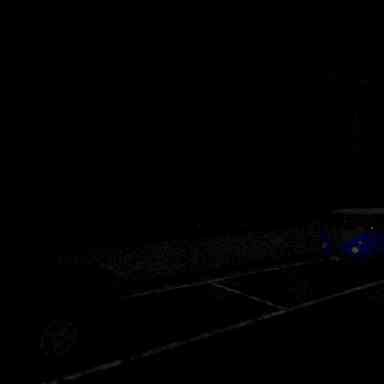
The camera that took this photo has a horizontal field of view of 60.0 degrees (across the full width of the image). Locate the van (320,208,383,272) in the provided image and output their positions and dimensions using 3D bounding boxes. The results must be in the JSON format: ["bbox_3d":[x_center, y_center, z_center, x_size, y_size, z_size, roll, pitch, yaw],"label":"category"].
[{"bbox_3d":[5.844,1.413,10.823,3.998,1.788,1.690,0,0,-36],"label":"van"}]

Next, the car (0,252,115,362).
[{"bbox_3d":[-3.278,1.543,4.314,4.507,1.381,1.887,0,0,-36],"label":"car"}]
